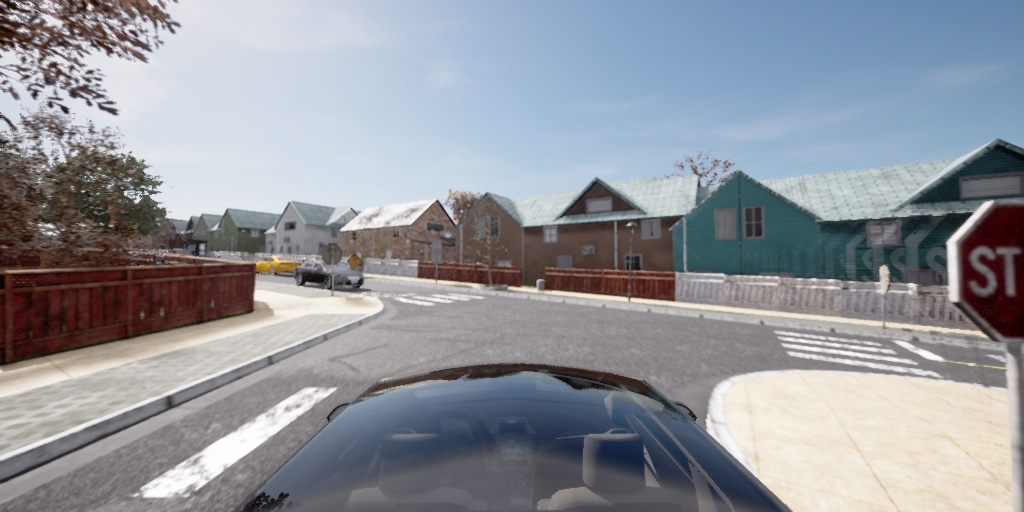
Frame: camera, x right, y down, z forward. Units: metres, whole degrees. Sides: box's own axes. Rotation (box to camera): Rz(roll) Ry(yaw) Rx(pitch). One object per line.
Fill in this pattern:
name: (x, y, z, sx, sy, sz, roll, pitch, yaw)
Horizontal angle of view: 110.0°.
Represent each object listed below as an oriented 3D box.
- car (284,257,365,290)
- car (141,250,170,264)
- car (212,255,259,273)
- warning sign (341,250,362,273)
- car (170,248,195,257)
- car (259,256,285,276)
car: (-10.389, 1.016, 20.296, 4.902, 1.511, 2.128, 2, -1, 32)
car: (-39.261, 0.115, 38.732, 4.674, 1.442, 1.812, 2, -1, 33)
car: (-21.723, 0.672, 27.490, 4.674, 1.442, 1.812, 2, -1, 32)
warning sign: (-12.159, 0.650, 27.752, 1.060, 1.860, 1.300, 0, 0, 32)
car: (-39.186, -0.017, 42.046, 4.553, 1.767, 2.097, 2, -1, 33)
car: (-19.277, 0.743, 29.415, 5.008, 1.535, 1.882, 2, -1, 33)
